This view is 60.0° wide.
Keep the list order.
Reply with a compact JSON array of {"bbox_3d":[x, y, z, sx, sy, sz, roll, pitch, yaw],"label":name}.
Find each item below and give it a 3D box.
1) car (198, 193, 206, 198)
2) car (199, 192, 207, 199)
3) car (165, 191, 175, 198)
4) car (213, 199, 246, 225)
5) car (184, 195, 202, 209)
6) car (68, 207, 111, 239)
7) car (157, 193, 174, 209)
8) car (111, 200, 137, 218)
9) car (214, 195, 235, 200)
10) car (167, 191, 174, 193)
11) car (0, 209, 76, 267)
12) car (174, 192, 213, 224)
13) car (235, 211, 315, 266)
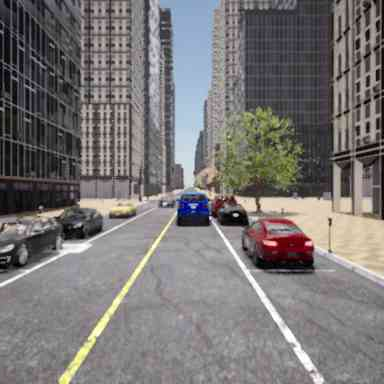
[{"bbox_3d":[2.752,0.872,88.940,2.008,1.369,4.403,0,1,0],"label":"car"},{"bbox_3d":[2.785,0.814,83.262,1.967,1.590,4.097,0,1,0],"label":"car"},{"bbox_3d":[-5.827,0.636,88.936,2.192,1.841,5.009,0,1,0],"label":"car"},{"bbox_3d":[2.681,1.423,22.383,1.947,1.339,4.313,0,0,0],"label":"car"},{"bbox_3d":[0.080,1.212,41.417,2.128,1.511,4.902,0,0,0],"label":"car"},{"bbox_3d":[-5.696,1.461,16.682,1.947,1.339,4.313,0,0,0],"label":"car"},{"bbox_3d":[-3.098,1.217,40.753,2.128,1.511,4.902,0,0,0],"label":"car"},{"bbox_3d":[-5.701,1.345,27.906,1.752,1.417,4.829,0,0,0],"label":"car"},{"bbox_3d":[2.680,1.134,28.078,2.192,1.841,5.009,0,0,0],"label":"car"},{"bbox_3d":[-5.855,0.900,83.089,1.752,1.417,4.829,0,1,0],"label":"car"},{"bbox_3d":[-5.694,1.482,10.985,2.008,1.369,4.403,0,0,0],"label":"car"},{"bbox_3d":[0.087,1.066,23.465,2.150,2.045,5.566,0,0,0],"label":"car"},{"bbox_3d":[2.686,1.513,10.989,1.802,1.307,4.206,0,0,0],"label":"car"}]
